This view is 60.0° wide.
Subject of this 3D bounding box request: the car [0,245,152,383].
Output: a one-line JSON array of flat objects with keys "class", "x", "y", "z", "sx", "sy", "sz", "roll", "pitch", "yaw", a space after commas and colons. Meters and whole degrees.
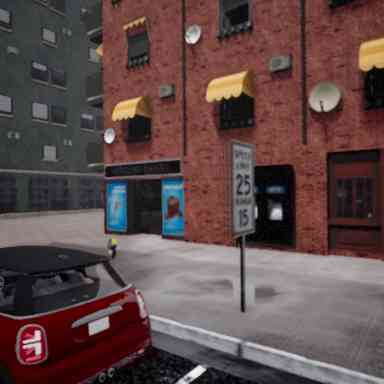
[{"class": "car", "x": -2.585, "y": 1.486, "z": 4.718, "sx": 4.097, "sy": 1.590, "sz": 1.967, "roll": -1, "pitch": -1, "yaw": 35}]
